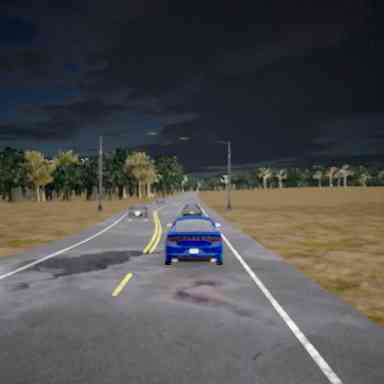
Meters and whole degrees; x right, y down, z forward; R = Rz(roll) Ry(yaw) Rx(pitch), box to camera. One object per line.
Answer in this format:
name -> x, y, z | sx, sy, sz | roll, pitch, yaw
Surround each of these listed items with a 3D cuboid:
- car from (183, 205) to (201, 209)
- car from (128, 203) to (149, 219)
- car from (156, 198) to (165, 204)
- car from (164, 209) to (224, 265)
car -> 0.016, 1.966, 34.013 | 1.994, 1.385, 4.181 | 0, -1, 0
car -> -5.506, 1.898, 34.246 | 2.128, 1.511, 4.902 | 0, -1, -7
car -> -7.182, 2.034, 76.401 | 1.882, 1.535, 5.008 | 0, 0, 0
car -> 0.063, 1.628, 12.397 | 1.882, 1.535, 5.008 | 0, 0, 0
